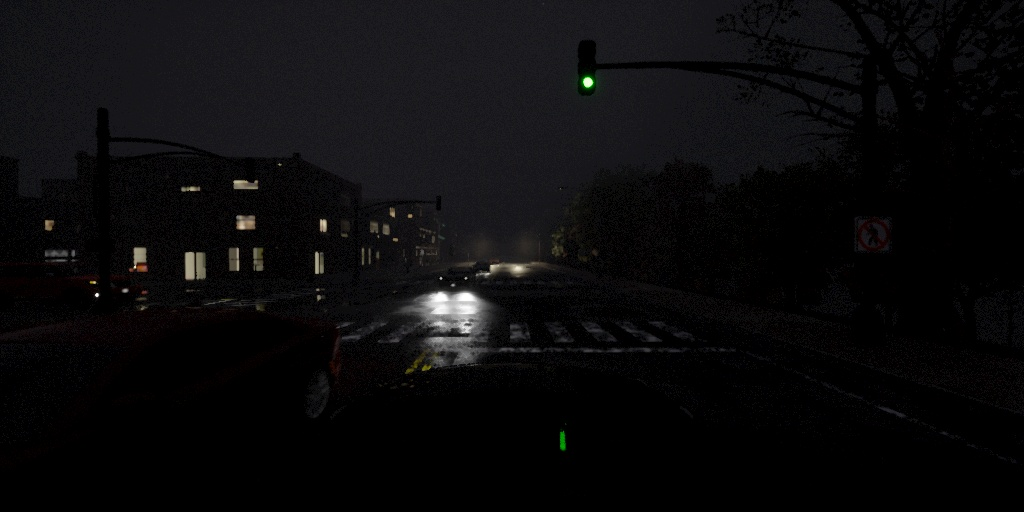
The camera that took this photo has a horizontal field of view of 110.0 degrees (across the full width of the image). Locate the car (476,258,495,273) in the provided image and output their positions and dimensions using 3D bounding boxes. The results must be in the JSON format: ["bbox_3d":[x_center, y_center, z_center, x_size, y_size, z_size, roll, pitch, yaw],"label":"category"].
[{"bbox_3d":[-3.512,1.282,42.590,2.033,1.411,5.357,0,0,0],"label":"car"}]

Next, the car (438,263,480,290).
[{"bbox_3d":[-3.350,1.345,22.572,1.895,1.301,4.718,0,0,0],"label":"car"}]

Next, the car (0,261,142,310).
[{"bbox_3d":[-20.328,1.264,16.210,5.566,2.045,2.150,-1,1,-1],"label":"car"}]

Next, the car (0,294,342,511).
[{"bbox_3d":[-3.253,1.233,2.856,1.882,1.535,5.008,0,0,0],"label":"car"}]
